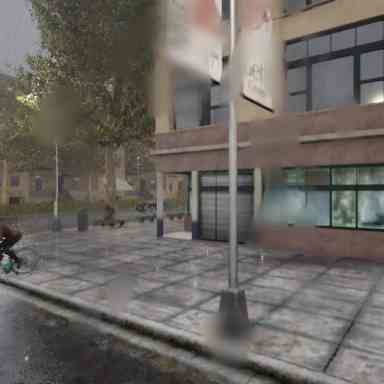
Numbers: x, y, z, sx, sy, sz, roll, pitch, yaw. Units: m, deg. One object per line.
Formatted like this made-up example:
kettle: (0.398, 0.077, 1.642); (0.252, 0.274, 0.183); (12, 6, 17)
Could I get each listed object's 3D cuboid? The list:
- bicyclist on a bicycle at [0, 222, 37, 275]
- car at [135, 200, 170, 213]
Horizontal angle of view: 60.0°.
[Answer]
bicyclist on a bicycle: (-4.517, 1.354, 7.865); (0.582, 1.620, 1.656); (0, 9, 36)
car: (-4.331, 1.554, 36.935); (1.994, 1.385, 4.181); (0, 0, 36)
